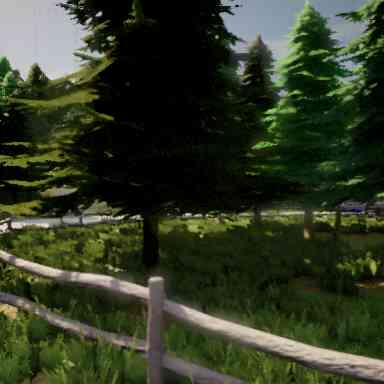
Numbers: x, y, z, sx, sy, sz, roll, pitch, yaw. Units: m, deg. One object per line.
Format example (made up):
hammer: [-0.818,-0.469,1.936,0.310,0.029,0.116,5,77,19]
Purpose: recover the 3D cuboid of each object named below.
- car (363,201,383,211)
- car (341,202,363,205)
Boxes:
car: [19.644,1.532,31.984,4.892,1.490,1.837,0,0,-1]
car: [16.711,1.586,35.408,5.357,1.411,2.033,0,0,-3]
